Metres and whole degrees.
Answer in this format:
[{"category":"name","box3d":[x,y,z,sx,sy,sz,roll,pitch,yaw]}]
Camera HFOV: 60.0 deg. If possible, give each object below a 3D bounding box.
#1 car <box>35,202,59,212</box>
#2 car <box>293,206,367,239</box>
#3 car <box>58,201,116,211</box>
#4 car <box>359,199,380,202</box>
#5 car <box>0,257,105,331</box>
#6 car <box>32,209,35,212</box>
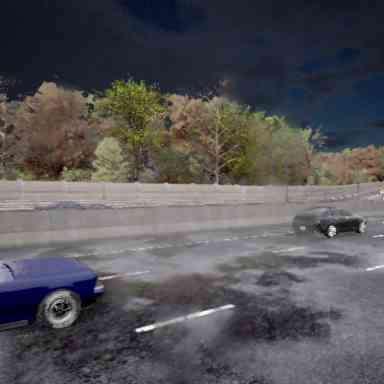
[{"category":"car","box3d":[-10.055,1.577,26.911,4.181,1.385,1.994,0,0,-35]},{"category":"car","box3d":[7.370,1.534,17.597,4.892,1.490,1.837,0,0,-35]},{"category":"car","box3d":[-7.281,1.578,24.589,4.181,1.385,1.994,0,0,-35]},{"category":"car","box3d":[21.483,1.605,40.689,4.892,1.490,1.837,1,0,-35]},{"category":"car","box3d":[-3.903,1.601,5.261,4.718,1.301,1.895,0,0,-35]},{"category":"car","box3d":[-11.574,1.562,30.128,5.357,1.411,2.033,0,0,-35]}]
